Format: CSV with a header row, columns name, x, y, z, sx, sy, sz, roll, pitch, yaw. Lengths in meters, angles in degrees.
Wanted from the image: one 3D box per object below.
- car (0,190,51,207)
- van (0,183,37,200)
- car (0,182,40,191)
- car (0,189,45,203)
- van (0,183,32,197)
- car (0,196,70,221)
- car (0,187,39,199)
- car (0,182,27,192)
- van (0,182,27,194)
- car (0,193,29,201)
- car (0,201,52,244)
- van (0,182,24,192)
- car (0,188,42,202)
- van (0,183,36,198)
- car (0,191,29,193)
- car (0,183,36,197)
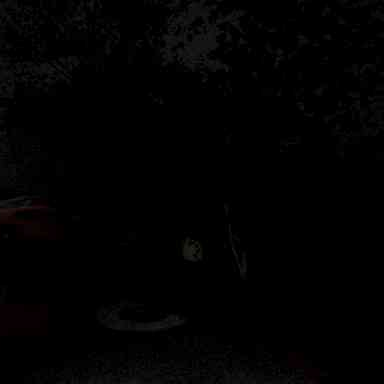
name,x,y,z,sx,sy,sz,roll,pitch,yaw
car,-16.285,0.638,31.879,4.792,1.488,2.163,1,2,-30
van,-21.811,-0.009,41.438,4.442,1.987,1.878,1,1,-30
car,-14.858,0.466,29.494,5.566,2.045,2.435,1,2,-30
car,-19.035,0.428,36.828,4.792,1.488,2.163,1,2,-30
van,-25.934,-0.262,48.668,4.442,1.987,1.878,1,1,-30
car,-10.790,1.078,22.269,4.674,1.452,2.002,1,2,-30
car,-23.096,0.132,43.919,5.008,1.535,2.097,1,1,-30
car,-38.243,-1.039,70.479,5.566,2.045,2.435,1,1,-30
van,-34.010,-0.762,63.332,4.442,1.987,1.878,1,1,-30
car,-8.079,1.123,17.578,4.553,1.767,2.185,1,2,-30
car,-6.745,1.355,15.156,5.008,1.535,2.097,1,2,-30
van,-39.487,-1.095,72.959,4.442,1.987,1.878,1,1,-30
car,-20.339,0.337,39.121,4.792,1.488,2.163,1,1,-30
van,-24.362,-0.176,46.376,4.442,1.987,1.878,1,1,-30
car,-12.316,0.925,24.584,5.366,1.575,1.946,1,2,-30
car,-27.225,-0.370,51.117,5.566,2.045,2.435,1,1,-30
